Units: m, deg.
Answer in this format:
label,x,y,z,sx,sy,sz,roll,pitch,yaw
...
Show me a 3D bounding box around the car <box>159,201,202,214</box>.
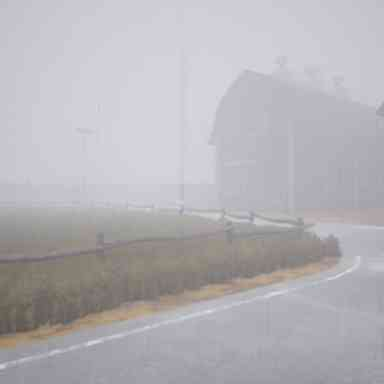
label,x,y,z,sx,sy,sz,roll,pitch,yaw
car,-1.121,1.508,28.533,1.812,1.442,4.674,0,0,-38
